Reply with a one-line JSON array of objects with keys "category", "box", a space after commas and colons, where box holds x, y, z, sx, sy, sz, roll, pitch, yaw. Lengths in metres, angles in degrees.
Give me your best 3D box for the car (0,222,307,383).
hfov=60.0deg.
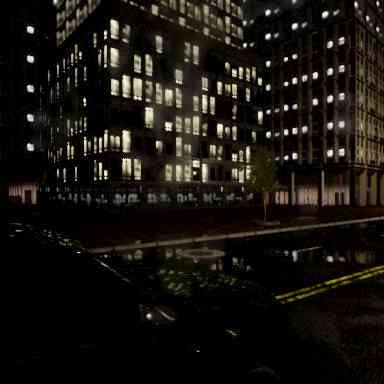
[{"category": "car", "box": [-1.586, 1.221, 2.336, 5.566, 2.045, 2.150, 0, 0, -35]}]
